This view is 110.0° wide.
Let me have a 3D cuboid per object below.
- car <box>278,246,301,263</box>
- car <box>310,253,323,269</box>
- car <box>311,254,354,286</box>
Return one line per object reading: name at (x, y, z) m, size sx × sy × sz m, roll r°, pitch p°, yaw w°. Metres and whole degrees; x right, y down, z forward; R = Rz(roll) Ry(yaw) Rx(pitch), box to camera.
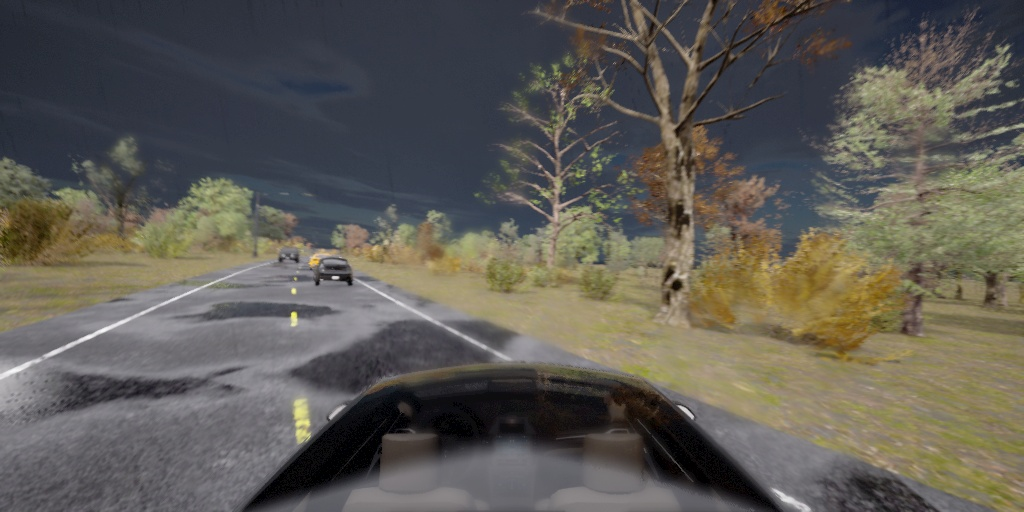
car at (-28.474, -0.179, 45.964) m, size 2.150 × 2.045 × 5.566 m, roll 3°, pitch 0°, yaw -28°
car at (-18.390, 0.491, 34.723) m, size 1.882 × 1.535 × 5.008 m, roll 3°, pitch 0°, yaw -29°
car at (-10.264, 0.830, 20.552) m, size 1.837 × 1.490 × 4.892 m, roll 3°, pitch 0°, yaw -30°
